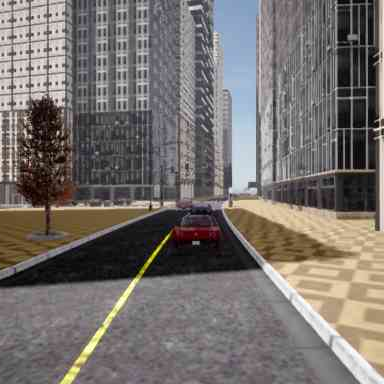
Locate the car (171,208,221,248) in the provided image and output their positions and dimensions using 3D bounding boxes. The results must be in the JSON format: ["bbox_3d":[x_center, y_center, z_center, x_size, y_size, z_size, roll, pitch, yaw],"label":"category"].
[{"bbox_3d":[0.225,1.612,14.630,1.895,1.301,4.718,0,0,2],"label":"car"}]

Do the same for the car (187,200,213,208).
[{"bbox_3d":[0.899,1.605,29.568,1.895,1.301,4.718,0,0,3],"label":"car"}]

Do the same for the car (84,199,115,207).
[{"bbox_3d":[-15.436,1.780,54.423,4.403,1.369,2.008,-1,0,13],"label":"car"}]

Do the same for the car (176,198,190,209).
[{"bbox_3d":[-0.911,1.571,45.377,1.994,1.385,4.181,0,0,5],"label":"car"}]

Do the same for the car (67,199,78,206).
[{"bbox_3d":[-24.428,2.026,65.189,4.313,1.339,1.947,-1,1,13],"label":"car"}]

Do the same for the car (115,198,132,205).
[{"bbox_3d":[-13.487,1.811,62.573,4.403,1.369,2.008,-1,1,13],"label":"car"}]
